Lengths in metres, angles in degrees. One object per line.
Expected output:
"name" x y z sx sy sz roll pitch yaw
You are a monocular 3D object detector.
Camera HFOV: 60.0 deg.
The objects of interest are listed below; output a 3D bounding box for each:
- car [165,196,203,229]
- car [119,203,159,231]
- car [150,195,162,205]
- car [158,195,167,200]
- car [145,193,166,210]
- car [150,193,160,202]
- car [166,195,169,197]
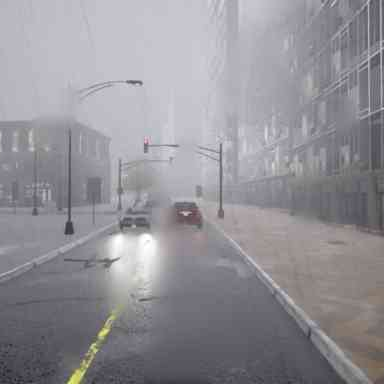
"car" -0.531 1.356 21.908 2.097 1.767 4.553 0 0 -4
"car" -3.331 1.602 20.858 1.895 1.301 4.718 0 0 -3
"car" -6.332 1.340 58.347 2.097 1.767 4.553 0 0 -7
"car" -7.780 1.403 87.652 1.895 1.301 4.718 0 0 -11
"car" -4.743 1.216 42.540 2.150 2.045 5.566 0 0 -5
"car" -8.256 1.204 73.527 2.150 2.045 5.566 0 0 -8
"car" -6.057 1.453 77.352 1.882 1.535 5.008 0 0 -9
